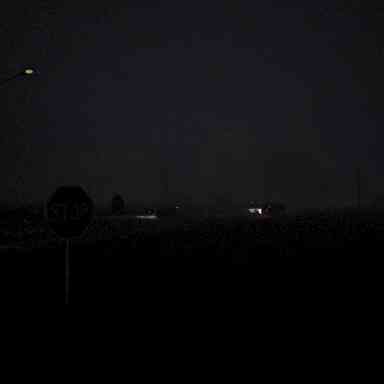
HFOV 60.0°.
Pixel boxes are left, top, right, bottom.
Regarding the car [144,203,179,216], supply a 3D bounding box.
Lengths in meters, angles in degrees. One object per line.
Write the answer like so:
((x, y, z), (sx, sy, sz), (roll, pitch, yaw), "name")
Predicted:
((-3.299, 1.922, 36.463), (1.994, 1.385, 4.181), (1, 1, 36), "car")

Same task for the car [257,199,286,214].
((10.915, 2.063, 44.193), (1.837, 1.490, 4.892), (1, 0, 36), "car")

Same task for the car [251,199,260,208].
((11.907, 1.920, 57.530), (2.097, 1.767, 4.553), (1, -1, 36), "car")
